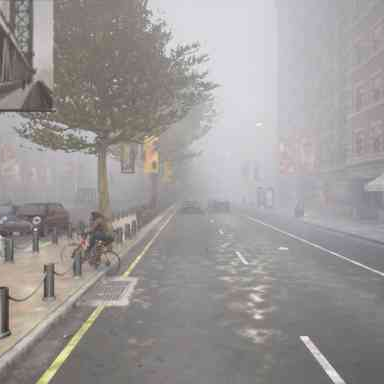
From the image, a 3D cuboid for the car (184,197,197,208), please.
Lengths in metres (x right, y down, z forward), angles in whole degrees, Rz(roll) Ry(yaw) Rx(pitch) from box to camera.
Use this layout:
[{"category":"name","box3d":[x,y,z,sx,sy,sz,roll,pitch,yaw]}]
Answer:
[{"category":"car","box3d":[-0.210,1.525,48.049,1.812,1.442,4.674,0,0,1]}]

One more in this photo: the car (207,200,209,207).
[{"category":"car","box3d":[3.237,1.563,47.344,1.994,1.385,4.181,0,0,0]}]

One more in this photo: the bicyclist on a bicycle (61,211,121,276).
[{"category":"bicyclist on a bicycle","box3d":[-2.620,1.367,8.948,1.656,1.620,0.582,13,-3,1]}]

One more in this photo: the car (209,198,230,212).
[{"category":"car","box3d":[3.298,1.477,38.356,1.882,1.535,5.008,0,0,0]}]

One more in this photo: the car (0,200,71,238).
[{"category":"car","box3d":[-8.197,1.352,17.727,2.097,1.767,4.553,0,0,0]}]

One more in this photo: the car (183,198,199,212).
[{"category":"car","box3d":[-0.139,1.600,38.945,1.895,1.301,4.718,0,0,-1]}]
